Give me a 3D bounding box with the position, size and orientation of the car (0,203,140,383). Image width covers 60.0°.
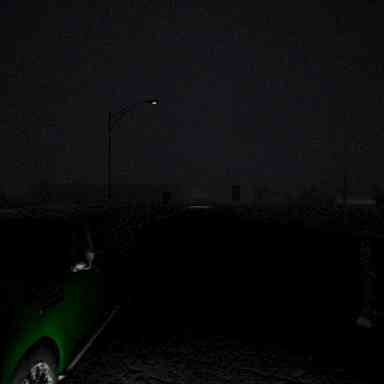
[{"bbox_3d":[-2.266,1.224,4.646,2.150,2.045,5.566,0,0,4],"label":"car"}]

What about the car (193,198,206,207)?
[{"bbox_3d":[1.297,1.622,54.558,2.033,1.411,5.357,0,0,4],"label":"car"}]
